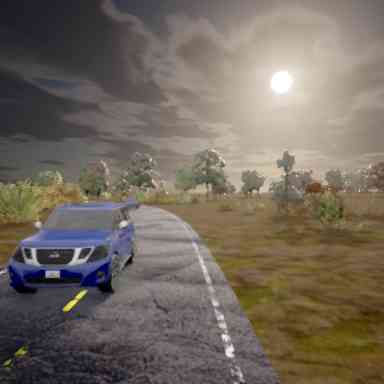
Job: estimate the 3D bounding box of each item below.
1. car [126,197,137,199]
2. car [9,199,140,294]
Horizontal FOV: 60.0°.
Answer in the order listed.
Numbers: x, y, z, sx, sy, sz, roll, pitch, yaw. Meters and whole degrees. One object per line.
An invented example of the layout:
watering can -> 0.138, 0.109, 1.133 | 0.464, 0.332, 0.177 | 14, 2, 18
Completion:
car -> -10.703, 1.911, 58.921 | 2.150, 2.045, 5.566 | 0, -1, -15
car -> -2.922, 1.336, 9.475 | 2.150, 2.045, 5.566 | 0, -1, -2
